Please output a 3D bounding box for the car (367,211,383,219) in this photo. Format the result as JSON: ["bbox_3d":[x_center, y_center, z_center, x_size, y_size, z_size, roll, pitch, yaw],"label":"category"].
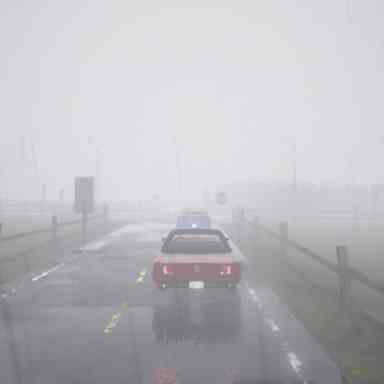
[{"bbox_3d":[21.024,2.310,34.704,4.718,1.301,1.895,1,-1,1],"label":"car"}]

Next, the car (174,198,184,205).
[{"bbox_3d":[-2.717,1.933,71.609,2.033,1.411,5.357,0,0,0],"label":"car"}]

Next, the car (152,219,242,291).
[{"bbox_3d":[0.105,1.647,9.110,1.895,1.301,4.718,0,0,0],"label":"car"}]

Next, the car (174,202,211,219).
[{"bbox_3d":[0.107,1.576,19.507,1.882,1.535,5.008,0,0,0],"label":"car"}]

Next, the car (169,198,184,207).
[{"bbox_3d":[-2.793,1.867,56.696,1.994,1.385,4.181,0,0,0],"label":"car"}]
